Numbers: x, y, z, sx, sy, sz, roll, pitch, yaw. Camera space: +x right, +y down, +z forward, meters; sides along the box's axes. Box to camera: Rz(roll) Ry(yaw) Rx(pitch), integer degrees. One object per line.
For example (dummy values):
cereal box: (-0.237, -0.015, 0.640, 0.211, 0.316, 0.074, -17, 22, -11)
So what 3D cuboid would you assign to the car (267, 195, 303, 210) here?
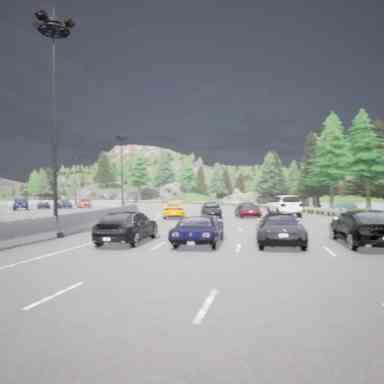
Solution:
car: (8.775, 1.339, 31.785, 2.150, 2.045, 5.566, -1, 0, -1)

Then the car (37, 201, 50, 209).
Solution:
car: (-26.468, 2.355, 59.281, 1.994, 1.385, 4.181, -1, 0, -27)

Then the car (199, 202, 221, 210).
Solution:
car: (1.764, 1.708, 31.953, 2.128, 1.511, 4.902, -1, 0, -1)

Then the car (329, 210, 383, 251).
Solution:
car: (7.289, 1.488, 14.149, 1.882, 1.535, 5.008, -1, 0, 10)

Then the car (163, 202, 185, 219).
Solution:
car: (-1.746, 1.740, 32.082, 1.882, 1.535, 5.008, -1, 0, -2)

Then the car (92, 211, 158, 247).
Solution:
car: (-3.051, 1.667, 15.932, 1.837, 1.490, 4.892, -1, 0, 10)

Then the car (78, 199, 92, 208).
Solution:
car: (-19.804, 2.071, 61.514, 2.097, 1.767, 4.553, -1, 0, -26)

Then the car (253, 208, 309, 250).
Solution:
car: (3.820, 1.624, 14.592, 1.994, 1.385, 4.181, -1, 0, 10)

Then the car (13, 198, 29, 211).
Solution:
car: (-28.659, 1.994, 55.850, 2.150, 2.045, 5.566, 0, -1, -25)

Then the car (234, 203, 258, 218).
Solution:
car: (5.265, 1.734, 31.962, 1.994, 1.385, 4.181, -1, 0, -1)

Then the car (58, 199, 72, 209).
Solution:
car: (-22.783, 2.096, 59.628, 2.097, 1.767, 4.553, -1, 0, -26)

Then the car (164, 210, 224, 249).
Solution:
car: (0.363, 1.709, 15.090, 1.895, 1.301, 4.718, -1, 0, 10)
